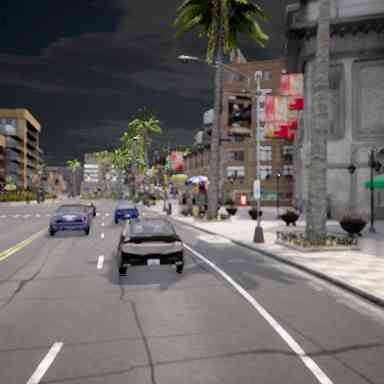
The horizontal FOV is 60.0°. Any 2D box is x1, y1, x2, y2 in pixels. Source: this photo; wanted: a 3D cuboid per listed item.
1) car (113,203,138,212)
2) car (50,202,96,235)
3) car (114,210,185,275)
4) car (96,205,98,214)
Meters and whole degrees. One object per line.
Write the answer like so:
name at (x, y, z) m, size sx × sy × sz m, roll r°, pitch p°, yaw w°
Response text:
car at (-5.551, 1.691, 27.968) m, size 1.882 × 1.535 × 5.008 m, roll 0°, pitch 0°, yaw -14°
car at (-7.133, 1.506, 20.029) m, size 2.097 × 1.767 × 4.553 m, roll 0°, pitch -1°, yaw -14°
car at (-1.428, 1.576, 10.827) m, size 2.128 × 1.511 × 4.902 m, roll 0°, pitch 0°, yaw -11°
car at (-10.526, 1.747, 33.206) m, size 2.128 × 1.511 × 4.902 m, roll 0°, pitch 0°, yaw -15°
